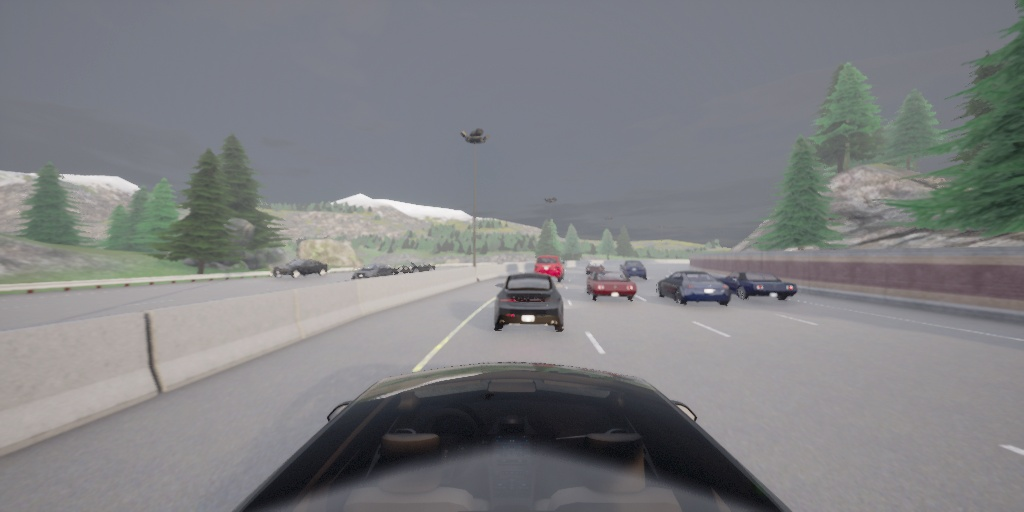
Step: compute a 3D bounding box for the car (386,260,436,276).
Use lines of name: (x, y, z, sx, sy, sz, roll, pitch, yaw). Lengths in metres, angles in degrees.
car: (-7.896, 0.968, 29.055, 1.895, 1.301, 4.718, 0, 0, 11)

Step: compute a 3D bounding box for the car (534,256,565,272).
car: (3.128, 1.023, 29.755, 2.150, 2.045, 5.566, 0, 0, 12)

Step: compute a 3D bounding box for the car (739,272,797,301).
car: (11.754, 1.419, 17.913, 1.895, 1.301, 4.718, 0, 0, 7)

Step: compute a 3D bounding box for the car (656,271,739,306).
car: (8.067, 1.365, 16.298, 1.994, 1.385, 4.181, 0, 0, 6)

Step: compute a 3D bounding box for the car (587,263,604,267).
car: (9.254, 1.440, 39.812, 1.895, 1.301, 4.718, 0, 0, 16)

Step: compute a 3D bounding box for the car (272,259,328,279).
car: (-18.209, 1.005, 31.029, 1.882, 1.535, 5.008, 0, 0, 11)

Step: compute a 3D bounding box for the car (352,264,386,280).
car: (-11.331, 1.347, 29.732, 1.994, 1.385, 4.181, 0, 0, 11)

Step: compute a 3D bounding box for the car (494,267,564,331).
car: (0.543, 1.270, 11.116, 1.837, 1.490, 4.892, 0, 0, 4)

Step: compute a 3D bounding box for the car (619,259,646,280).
car: (11.150, 1.189, 33.334, 2.097, 1.767, 4.553, 0, 0, 13)

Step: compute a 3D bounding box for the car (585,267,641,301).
car: (4.713, 1.392, 17.699, 1.895, 1.301, 4.718, 0, 0, 7)
